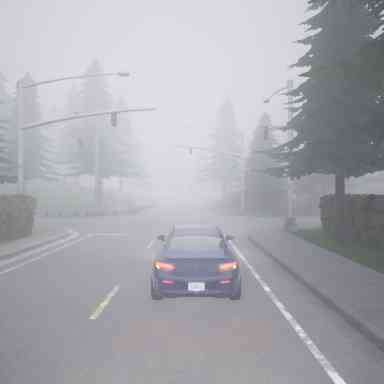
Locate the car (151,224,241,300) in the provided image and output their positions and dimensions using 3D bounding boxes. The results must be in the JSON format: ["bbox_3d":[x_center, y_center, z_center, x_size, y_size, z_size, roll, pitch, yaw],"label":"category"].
[{"bbox_3d":[0.084,1.526,8.248,1.812,1.442,4.674,0,0,0],"label":"car"}]
